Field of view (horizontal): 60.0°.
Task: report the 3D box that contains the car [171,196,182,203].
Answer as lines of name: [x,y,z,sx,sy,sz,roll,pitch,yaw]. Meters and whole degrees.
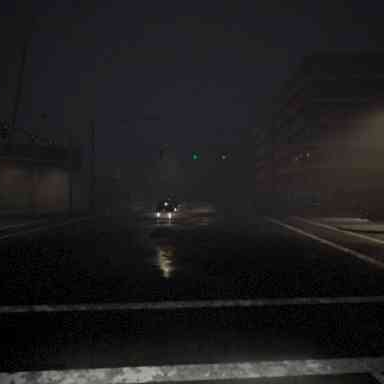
car: [-3.113,1.560,68.543,2.033,1.411,5.357,0,0,0]

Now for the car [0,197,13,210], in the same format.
car: [-23.209,1.302,37.107,4.611,1.667,2.242,0,0,1]

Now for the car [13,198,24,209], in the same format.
car: [-23.910,1.464,42.860,3.806,1.475,1.970,0,0,1]

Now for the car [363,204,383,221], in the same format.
car: [16.292,1.569,27.072,4.181,1.385,1.994,0,0,1]

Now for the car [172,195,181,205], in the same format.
car: [-3.061,1.486,48.192,1.882,1.535,5.008,0,0,0]

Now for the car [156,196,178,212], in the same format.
car: [-3.023,1.554,38.615,2.033,1.411,5.357,0,0,0]
